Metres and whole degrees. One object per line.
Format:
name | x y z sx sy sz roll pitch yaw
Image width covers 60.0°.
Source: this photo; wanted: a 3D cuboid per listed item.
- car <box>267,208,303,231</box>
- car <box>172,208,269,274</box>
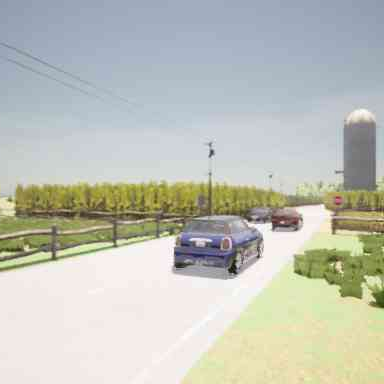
car | 7.437 2.084 25.820 1.882 1.535 5.008 0 -1 25
car | 1.119 1.622 11.861 2.097 1.767 4.553 0 -1 24
